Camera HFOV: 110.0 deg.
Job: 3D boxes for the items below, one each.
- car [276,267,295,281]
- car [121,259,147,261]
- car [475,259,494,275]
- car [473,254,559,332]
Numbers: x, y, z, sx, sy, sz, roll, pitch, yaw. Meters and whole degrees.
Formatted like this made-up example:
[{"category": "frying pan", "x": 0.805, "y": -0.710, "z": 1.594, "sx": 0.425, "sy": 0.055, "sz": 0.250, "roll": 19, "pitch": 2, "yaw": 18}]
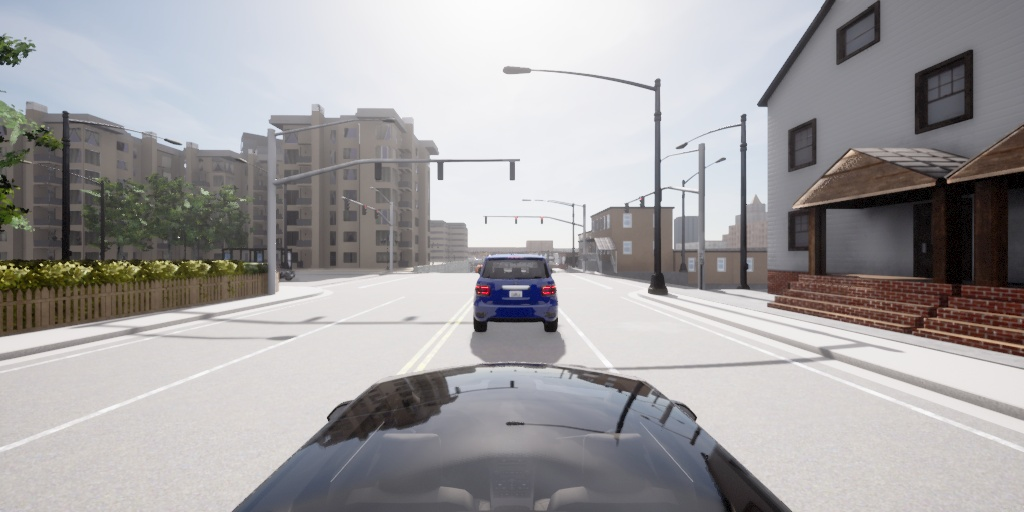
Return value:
[{"category": "car", "x": -19.591, "y": 1.275, "z": 28.153, "sx": 4.674, "sy": 1.442, "sz": 1.812, "roll": 0, "pitch": 0, "yaw": 1}, {"category": "car", "x": -29.421, "y": 1.102, "z": 28.299, "sx": 4.553, "sy": 1.767, "sz": 2.097, "roll": 0, "pitch": 0, "yaw": 1}, {"category": "car", "x": -3.552, "y": 1.504, "z": 46.980, "sx": 2.097, "sy": 1.767, "sz": 4.553, "roll": 1, "pitch": -5, "yaw": 0}, {"category": "car", "x": 0.102, "y": 0.971, "z": 10.959, "sx": 2.150, "sy": 2.045, "sz": 5.566, "roll": 0, "pitch": 0, "yaw": 0}]
